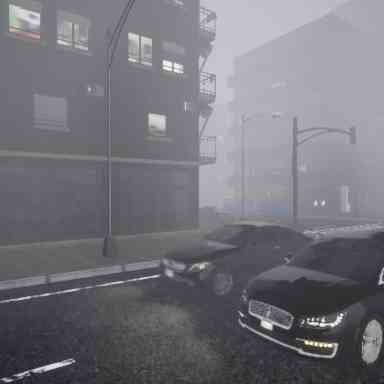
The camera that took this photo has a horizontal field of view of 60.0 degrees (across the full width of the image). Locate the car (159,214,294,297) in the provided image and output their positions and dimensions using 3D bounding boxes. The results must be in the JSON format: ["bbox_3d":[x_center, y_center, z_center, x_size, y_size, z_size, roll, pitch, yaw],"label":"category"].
[{"bbox_3d":[1.401,1.525,8.680,4.674,1.442,1.812,0,0,-36],"label":"car"}]

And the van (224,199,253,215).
[{"bbox_3d":[5.211,1.676,38.092,1.690,1.788,3.998,-1,0,-36],"label":"van"}]

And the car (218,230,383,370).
[{"bbox_3d":[2.963,1.504,5.800,4.892,1.490,1.837,0,0,-36],"label":"car"}]

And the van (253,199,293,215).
[{"bbox_3d":[8.527,1.602,33.577,1.690,1.788,3.998,-1,0,-36],"label":"van"}]

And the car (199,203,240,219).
[{"bbox_3d":[1.789,1.874,28.659,1.802,1.307,4.206,-1,0,-36],"label":"car"}]

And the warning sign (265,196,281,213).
[{"bbox_3d":[9.018,1.400,36.966,1.300,1.860,1.060,1,0,-36],"label":"warning sign"}]
